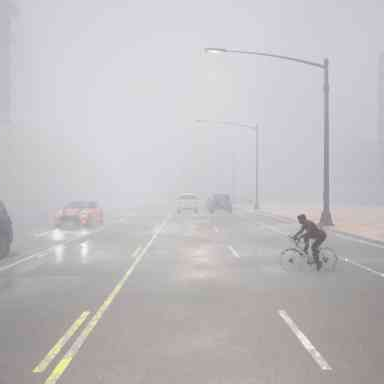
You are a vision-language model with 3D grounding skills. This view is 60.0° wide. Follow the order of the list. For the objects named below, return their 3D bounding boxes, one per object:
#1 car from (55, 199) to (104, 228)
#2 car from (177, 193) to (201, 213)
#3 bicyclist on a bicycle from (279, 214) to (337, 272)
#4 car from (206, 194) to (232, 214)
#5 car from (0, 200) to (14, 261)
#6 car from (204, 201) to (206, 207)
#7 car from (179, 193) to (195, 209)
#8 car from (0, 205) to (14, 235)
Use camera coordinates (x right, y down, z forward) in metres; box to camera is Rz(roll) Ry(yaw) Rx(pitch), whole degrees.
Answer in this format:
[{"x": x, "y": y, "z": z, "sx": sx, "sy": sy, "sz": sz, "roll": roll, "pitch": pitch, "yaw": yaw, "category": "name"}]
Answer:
[{"x": -7.445, "y": 1.352, "z": 22.321, "sx": 2.097, "sy": 1.767, "sz": 4.553, "roll": 0, "pitch": 0, "yaw": -1, "category": "car"}, {"x": -0.500, "y": 1.221, "z": 36.943, "sx": 2.150, "sy": 2.045, "sz": 5.566, "roll": 0, "pitch": 0, "yaw": -1, "category": "car"}, {"x": 3.271, "y": 1.453, "z": 9.385, "sx": 1.656, "sy": 1.620, "sz": 0.582, "roll": -1, "pitch": 0, "yaw": -1, "category": "bicyclist on a bicycle"}, {"x": 3.014, "y": 1.221, "z": 36.092, "sx": 2.150, "sy": 2.045, "sz": 5.566, "roll": 0, "pitch": 0, "yaw": -1, "category": "car"}, {"x": -7.234, "y": 1.223, "z": 9.334, "sx": 2.150, "sy": 2.045, "sz": 5.566, "roll": 0, "pitch": 0, "yaw": -1, "category": "car"}, {"x": 2.805, "y": 1.547, "z": 46.747, "sx": 2.033, "sy": 1.411, "sz": 5.357, "roll": 0, "pitch": 0, "yaw": -1, "category": "car"}, {"x": -0.683, "y": 1.221, "z": 47.536, "sx": 2.150, "sy": 2.045, "sz": 5.566, "roll": 0, "pitch": 0, "yaw": -1, "category": "car"}, {"x": -10.828, "y": 1.503, "z": 16.123, "sx": 1.837, "sy": 1.490, "sz": 4.892, "roll": 0, "pitch": 0, "yaw": -1, "category": "car"}]
